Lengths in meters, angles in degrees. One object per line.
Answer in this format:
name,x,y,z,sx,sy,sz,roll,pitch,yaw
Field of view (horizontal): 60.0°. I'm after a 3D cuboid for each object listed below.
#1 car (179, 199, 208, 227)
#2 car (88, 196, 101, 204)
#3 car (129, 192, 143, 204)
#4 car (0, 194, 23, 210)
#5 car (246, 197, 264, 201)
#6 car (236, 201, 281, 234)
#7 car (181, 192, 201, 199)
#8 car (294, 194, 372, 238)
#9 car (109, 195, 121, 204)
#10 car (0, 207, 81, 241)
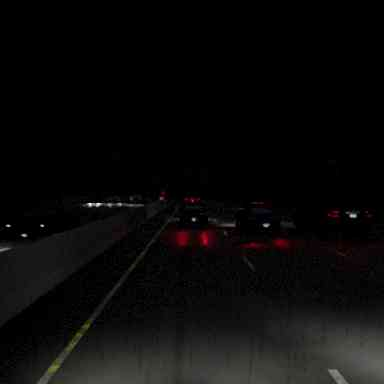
car,0.103,1.419,21.928,1.812,1.442,4.674,0,0,0
car,-17.279,1.385,59.016,1.994,1.385,4.181,0,0,-15
car,-9.901,1.030,58.395,2.150,2.045,5.566,0,0,-13
car,-10.597,1.139,16.686,2.150,2.045,5.566,0,0,0
car,7.017,1.344,37.458,1.837,1.490,4.892,0,0,-1
car,3.602,1.434,18.492,1.812,1.442,4.674,0,0,0
car,-0.106,1.054,40.504,2.150,2.045,5.566,0,0,-3
car,7.102,1.135,17.338,2.150,2.045,5.566,0,0,0
car,-13.787,1.291,59.500,1.882,1.535,5.008,0,0,-14
car,-7.097,1.519,16.305,1.895,1.301,4.718,0,0,0
